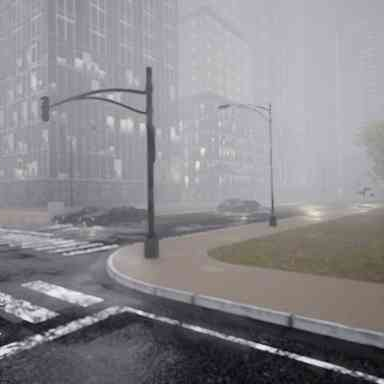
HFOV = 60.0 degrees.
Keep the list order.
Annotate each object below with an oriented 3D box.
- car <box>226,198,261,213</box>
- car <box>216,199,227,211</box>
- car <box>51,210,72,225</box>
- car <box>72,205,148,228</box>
[{"bbox_3d":[6.514,1.642,39.968,1.882,1.535,5.008,-1,-1,37],"label":"car"},{"bbox_3d":[5.009,1.582,43.363,2.097,1.767,4.553,-1,-1,37],"label":"car"},{"bbox_3d":[-8.120,1.755,25.989,2.033,1.411,5.357,-1,-1,37],"label":"car"},{"bbox_3d":[-5.501,1.691,24.065,2.033,1.411,5.357,-1,-1,37],"label":"car"}]
